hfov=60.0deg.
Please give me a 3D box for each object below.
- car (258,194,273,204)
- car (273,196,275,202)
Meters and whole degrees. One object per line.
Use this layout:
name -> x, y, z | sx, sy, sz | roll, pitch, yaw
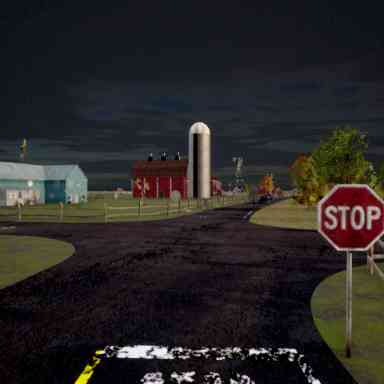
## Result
car -> 13.698, 1.511, 63.050 | 1.837, 1.490, 4.892 | 0, 0, 19
car -> 17.041, 1.226, 72.891 | 2.097, 1.767, 4.553 | 0, 0, 19
